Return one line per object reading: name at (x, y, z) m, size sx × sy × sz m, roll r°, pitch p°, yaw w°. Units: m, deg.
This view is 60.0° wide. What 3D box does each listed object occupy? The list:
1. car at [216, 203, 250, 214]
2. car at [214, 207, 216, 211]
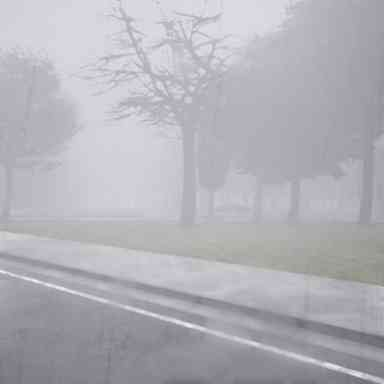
car at (7.019, 2.769, 54.734) m, size 5.008 × 1.535 × 1.882 m, roll 1°, pitch 0°, yaw -11°
car at (6.389, 2.732, 57.922) m, size 5.008 × 1.535 × 1.882 m, roll 1°, pitch 0°, yaw -11°
